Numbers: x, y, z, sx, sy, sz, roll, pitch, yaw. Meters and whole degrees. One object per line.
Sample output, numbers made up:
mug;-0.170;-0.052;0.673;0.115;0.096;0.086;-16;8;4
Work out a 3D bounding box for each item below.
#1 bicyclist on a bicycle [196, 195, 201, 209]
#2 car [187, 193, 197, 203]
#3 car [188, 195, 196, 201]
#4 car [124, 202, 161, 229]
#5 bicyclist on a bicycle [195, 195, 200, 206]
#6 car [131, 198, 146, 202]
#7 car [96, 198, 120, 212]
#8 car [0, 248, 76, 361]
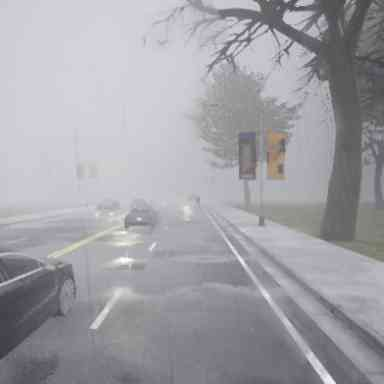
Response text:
bicyclist on a bicycle;0.887;1.396;44.730;0.659;1.776;1.843;0;0;0
car;-0.010;1.284;74.099;2.150;2.045;5.566;0;0;0
car;-0.011;1.530;85.095;1.994;1.385;4.181;0;0;0
car;-3.152;1.575;21.811;1.994;1.385;4.181;0;0;0
bicyclist on a bicycle;0.886;1.405;53.905;0.659;1.776;1.843;0;0;0
car;-6.587;1.528;40.644;1.837;1.490;4.892;0;0;0
car;-9.842;1.498;39.381;1.882;1.535;5.008;0;0;0
car;-3.150;1.493;4.530;2.128;1.511;4.902;0;0;0
